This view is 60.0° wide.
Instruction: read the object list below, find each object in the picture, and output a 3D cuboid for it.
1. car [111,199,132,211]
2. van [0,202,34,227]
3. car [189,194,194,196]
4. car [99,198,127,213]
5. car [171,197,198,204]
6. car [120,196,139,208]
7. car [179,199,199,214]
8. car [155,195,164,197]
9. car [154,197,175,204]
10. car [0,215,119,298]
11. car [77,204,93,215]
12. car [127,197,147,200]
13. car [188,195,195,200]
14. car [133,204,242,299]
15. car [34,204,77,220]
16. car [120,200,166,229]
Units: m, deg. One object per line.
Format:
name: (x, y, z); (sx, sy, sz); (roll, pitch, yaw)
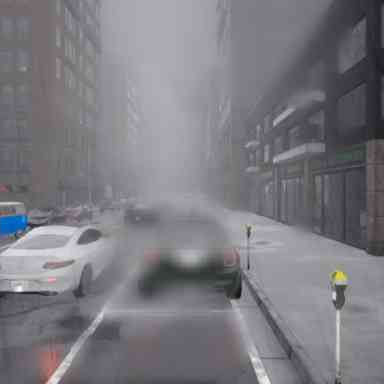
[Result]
car: (-8.815, 1.591, 41.985); (1.802, 1.307, 4.206); (0, 0, 0)
van: (-8.815, 1.342, 14.478); (1.690, 1.788, 3.998); (0, 0, 0)
car: (-0.257, 1.501, 84.576); (1.967, 1.590, 4.097); (0, 0, 0)
car: (-8.815, 1.573, 36.483); (1.947, 1.339, 4.313); (0, 0, 0)
car: (-0.290, 1.443, 25.481); (1.967, 1.590, 4.097); (0, 0, 0)
car: (-8.816, 1.452, 47.486); (1.967, 1.590, 4.097); (0, 0, 0)
car: (-0.290, 1.558, 36.484); (2.008, 1.369, 4.403); (0, 0, 0)
car: (-8.782, 1.643, 84.589); (1.802, 1.307, 4.206); (0, 0, 0)
car: (-3.075, 1.571, 37.454); (1.994, 1.385, 4.181); (0, 0, 0)
car: (-3.147, 1.526, 8.386); (1.812, 1.442, 4.674); (0, 0, 0)
car: (-8.815, 1.585, 25.481); (1.802, 1.307, 4.206); (0, 0, 0)
car: (-6.214, 1.500, 39.956); (2.128, 1.511, 4.902); (0, 0, 0)
car: (-0.237, 1.636, 95.394); (2.008, 1.369, 4.403); (0, 0, 0)
car: (-0.033, 1.353, 8.620); (2.097, 1.767, 4.553); (0, 0, 0)
car: (-8.815, 1.568, 19.979); (1.947, 1.339, 4.313); (0, 0, 0)
car: (-3.079, 1.480, 21.860); (1.882, 1.535, 5.008); (0, -1, 1)
